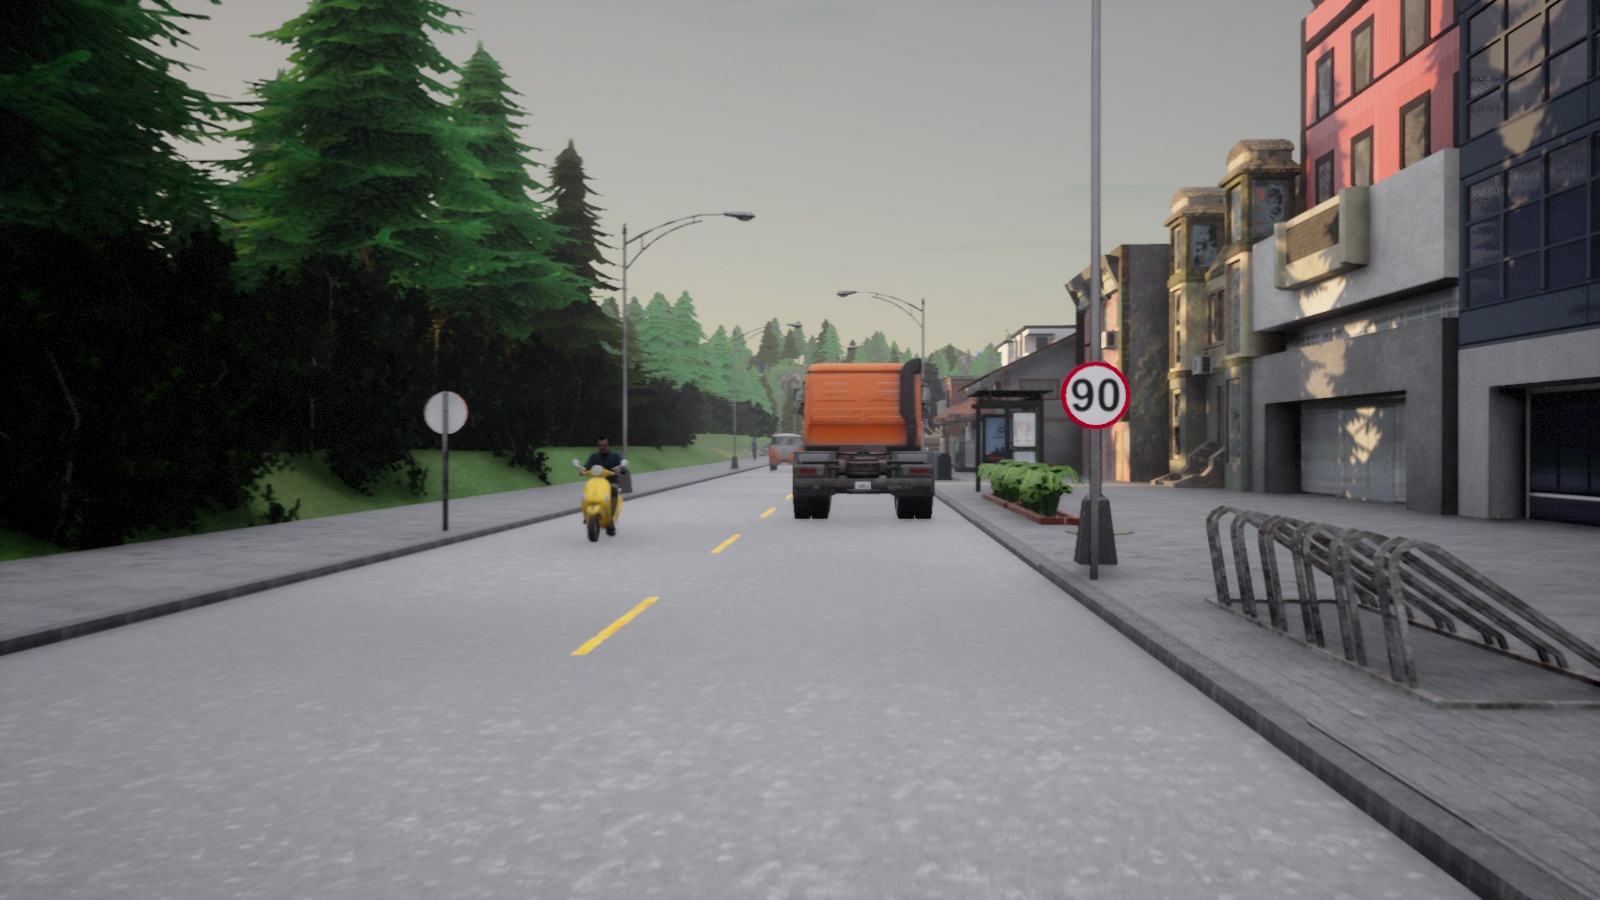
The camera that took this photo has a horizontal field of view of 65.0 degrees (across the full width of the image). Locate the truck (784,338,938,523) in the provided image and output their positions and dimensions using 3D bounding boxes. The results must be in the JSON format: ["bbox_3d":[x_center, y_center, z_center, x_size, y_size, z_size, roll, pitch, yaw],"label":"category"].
[{"bbox_3d":[1.327,-0.389,27.484,2.891,3.462,7.936,0,0,3],"label":"truck"}]

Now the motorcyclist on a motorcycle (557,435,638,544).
[{"bbox_3d":[-3.074,0.587,19.207,0.866,1.590,1.817,0,0,3],"label":"motorcyclist on a motorcycle"}]

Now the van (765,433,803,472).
[{"bbox_3d":[-0.816,0.122,66.573,1.775,1.987,4.442,0,0,3],"label":"van"}]
